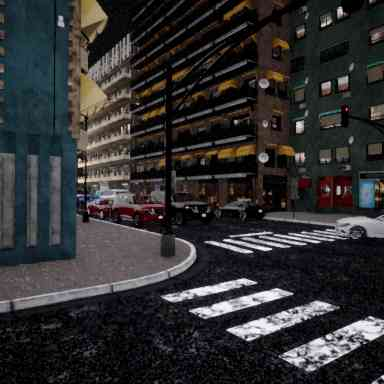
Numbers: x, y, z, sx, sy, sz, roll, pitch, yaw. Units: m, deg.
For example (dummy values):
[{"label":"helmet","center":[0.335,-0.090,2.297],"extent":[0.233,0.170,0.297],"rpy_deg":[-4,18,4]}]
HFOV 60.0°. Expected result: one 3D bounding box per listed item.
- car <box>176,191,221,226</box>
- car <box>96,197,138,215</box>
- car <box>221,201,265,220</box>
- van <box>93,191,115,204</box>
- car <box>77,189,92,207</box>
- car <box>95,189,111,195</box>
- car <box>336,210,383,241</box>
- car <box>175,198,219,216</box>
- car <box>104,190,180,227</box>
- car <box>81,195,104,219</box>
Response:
[{"label":"car","center":[-0.920,0.966,21.572],"extent":[2.150,2.045,5.566],"rpy_deg":[1,0,-36]},{"label":"car","center":[-6.744,1.201,29.635],"extent":[1.895,1.301,4.718],"rpy_deg":[1,0,-36]},{"label":"car","center":[3.616,1.353,25.197],"extent":[1.947,1.339,4.313],"rpy_deg":[2,0,-36]},{"label":"van","center":[-12.688,0.726,47.776],"extent":[1.690,1.788,3.998],"rpy_deg":[2,0,-36]},{"label":"car","center":[-12.900,0.669,38.187],"extent":[2.150,2.045,5.566],"rpy_deg":[1,0,-35]},{"label":"car","center":[-8.988,0.729,38.213],"extent":[2.150,2.045,5.566],"rpy_deg":[1,1,-36]},{"label":"car","center":[9.195,1.511,15.336],"extent":[4.674,1.442,1.812],"rpy_deg":[1,2,17]},{"label":"car","center":[0.354,1.288,29.713],"extent":[1.802,1.307,4.206],"rpy_deg":[2,0,-36]},{"label":"car","center":[-3.192,1.033,20.322],"extent":[2.192,1.841,5.009],"rpy_deg":[2,0,-36]},{"label":"car","center":[-6.461,1.182,24.838],"extent":[1.887,1.381,4.507],"rpy_deg":[2,0,-36]}]
